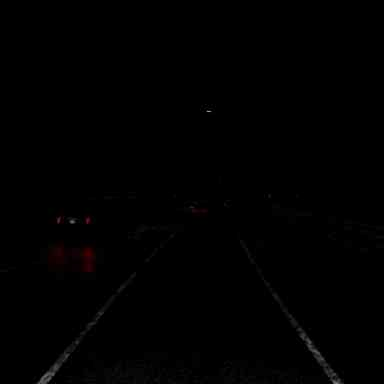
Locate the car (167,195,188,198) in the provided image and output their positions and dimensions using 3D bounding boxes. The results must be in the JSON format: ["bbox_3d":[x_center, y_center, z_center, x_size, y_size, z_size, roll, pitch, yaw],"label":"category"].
[{"bbox_3d":[-3.382,1.786,77.796,2.128,1.511,4.902,1,0,18],"label":"car"}]

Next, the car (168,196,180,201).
[{"bbox_3d":[-5.162,1.832,95.016,1.812,1.442,4.674,1,0,18],"label":"car"}]

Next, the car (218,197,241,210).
[{"bbox_3d":[5.153,1.780,47.361,2.033,1.411,5.357,1,0,18],"label":"car"}]

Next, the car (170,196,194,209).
[{"bbox_3d":[-1.501,1.737,49.536,1.994,1.385,4.181,1,0,18],"label":"car"}]

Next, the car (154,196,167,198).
[{"bbox_3d":[-6.711,1.756,78.875,1.812,1.442,4.674,1,0,18],"label":"car"}]

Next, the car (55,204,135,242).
[{"bbox_3d":[-4.713,1.369,16.905,2.097,1.767,4.553,1,0,18],"label":"car"}]

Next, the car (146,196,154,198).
[{"bbox_3d":[-10.041,1.727,79.954,2.128,1.511,4.902,1,0,18],"label":"car"}]

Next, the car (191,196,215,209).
[{"bbox_3d":[1.822,1.729,48.439,1.812,1.442,4.674,1,0,18],"label":"car"}]
